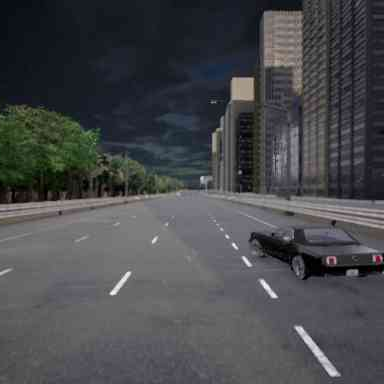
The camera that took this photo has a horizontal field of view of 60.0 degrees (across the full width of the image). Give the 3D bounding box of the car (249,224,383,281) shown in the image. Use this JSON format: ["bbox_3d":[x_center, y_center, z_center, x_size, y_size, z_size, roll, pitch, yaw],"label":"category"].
[{"bbox_3d":[3.321,1.592,9.923,1.895,1.301,4.718,0,0,-11],"label":"car"}]
